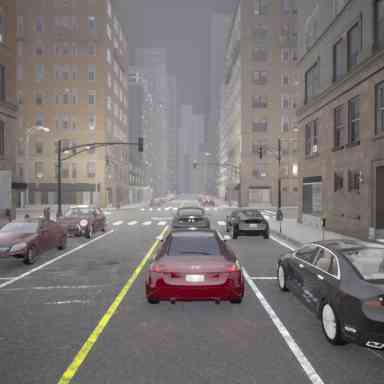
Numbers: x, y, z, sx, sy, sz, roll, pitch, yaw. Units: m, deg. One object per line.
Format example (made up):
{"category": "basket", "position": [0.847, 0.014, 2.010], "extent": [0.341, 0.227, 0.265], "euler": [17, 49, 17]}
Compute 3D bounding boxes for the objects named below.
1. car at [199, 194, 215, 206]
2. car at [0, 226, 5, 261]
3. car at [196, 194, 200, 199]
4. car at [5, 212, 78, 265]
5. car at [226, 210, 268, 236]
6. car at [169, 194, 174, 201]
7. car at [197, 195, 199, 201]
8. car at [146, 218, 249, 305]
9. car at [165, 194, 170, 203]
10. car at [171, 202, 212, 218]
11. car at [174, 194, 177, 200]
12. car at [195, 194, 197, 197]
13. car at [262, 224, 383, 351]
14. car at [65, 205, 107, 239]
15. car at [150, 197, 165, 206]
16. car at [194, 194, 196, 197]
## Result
{"category": "car", "position": [2.623, 1.476, 54.263], "extent": [1.967, 1.590, 4.097], "euler": [0, 0, 0]}
{"category": "car", "position": [-5.697, 1.566, 6.128], "extent": [1.947, 1.339, 4.313], "euler": [0, 0, 0]}
{"category": "car", "position": [2.555, 1.524, 75.898], "extent": [1.967, 1.590, 4.097], "euler": [0, 0, 0]}
{"category": "car", "position": [-5.724, 1.582, 11.629], "extent": [1.802, 1.307, 4.206], "euler": [0, 0, 0]}
{"category": "car", "position": [2.774, 1.567, 17.173], "extent": [1.947, 1.339, 4.313], "euler": [0, 0, 0]}
{"category": "car", "position": [-5.986, 1.626, 81.106], "extent": [1.752, 1.417, 4.829], "euler": [0, 0, 0]}
{"category": "car", "position": [2.590, 1.607, 65.080], "extent": [2.008, 1.369, 4.403], "euler": [0, 0, 0]}
{"category": "car", "position": [0.042, 1.564, 8.168], "extent": [1.994, 1.385, 4.181], "euler": [0, 0, -1]}
{"category": "car", "position": [-5.935, 1.607, 65.050], "extent": [2.008, 1.369, 4.403], "euler": [0, 0, 0]}
{"category": "car", "position": [-0.046, 1.506, 17.081], "extent": [1.837, 1.490, 4.892], "euler": [0, 0, 0]}
{"category": "car", "position": [-6.022, 1.457, 92.093], "extent": [2.192, 1.841, 5.009], "euler": [0, 0, 0]}
{"category": "car", "position": [2.520, 1.561, 86.716], "extent": [1.967, 1.590, 4.097], "euler": [0, 0, 0]}
{"category": "car", "position": [2.828, 1.551, 6.170], "extent": [2.008, 1.369, 4.403], "euler": [0, 0, 0]}
{"category": "car", "position": [-5.752, 1.441, 17.131], "extent": [1.967, 1.590, 4.097], "euler": [0, 0, 0]}
{"category": "car", "position": [-5.901, 1.618, 54.233], "extent": [1.802, 1.307, 4.206], "euler": [0, 0, 0]}
{"category": "car", "position": [2.502, 1.457, 92.126], "extent": [2.192, 1.841, 5.009], "euler": [0, 0, 0]}
